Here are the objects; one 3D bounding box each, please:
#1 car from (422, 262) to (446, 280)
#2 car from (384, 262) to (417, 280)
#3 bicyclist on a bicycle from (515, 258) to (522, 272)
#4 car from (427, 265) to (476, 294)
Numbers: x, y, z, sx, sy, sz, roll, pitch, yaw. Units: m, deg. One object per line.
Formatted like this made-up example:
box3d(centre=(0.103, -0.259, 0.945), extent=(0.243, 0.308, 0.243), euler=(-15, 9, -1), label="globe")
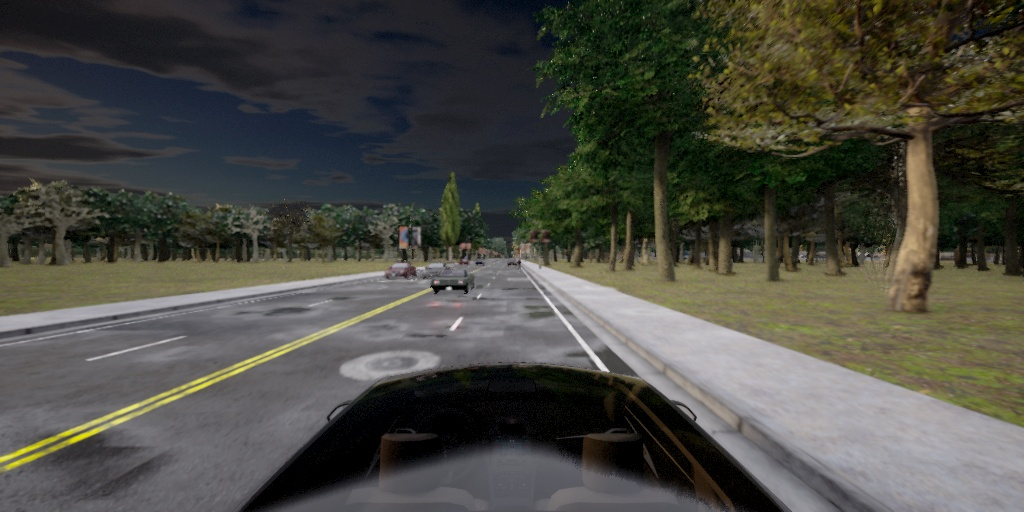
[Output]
box3d(centre=(-6.605, 1.286, 31.753), extent=(1.812, 1.442, 4.674), euler=(0, 0, 0), label="car")
box3d(centre=(-9.855, 1.286, 32.156), extent=(1.812, 1.442, 4.674), euler=(0, 0, 0), label="car")
box3d(centre=(0.880, 1.139, 43.914), extent=(0.659, 1.776, 1.843), euler=(0, 0, 0), label="bicyclist on a bicycle")
box3d(centre=(-3.157, 1.355, 20.195), extent=(1.895, 1.301, 4.718), euler=(0, 0, 0), label="car")
